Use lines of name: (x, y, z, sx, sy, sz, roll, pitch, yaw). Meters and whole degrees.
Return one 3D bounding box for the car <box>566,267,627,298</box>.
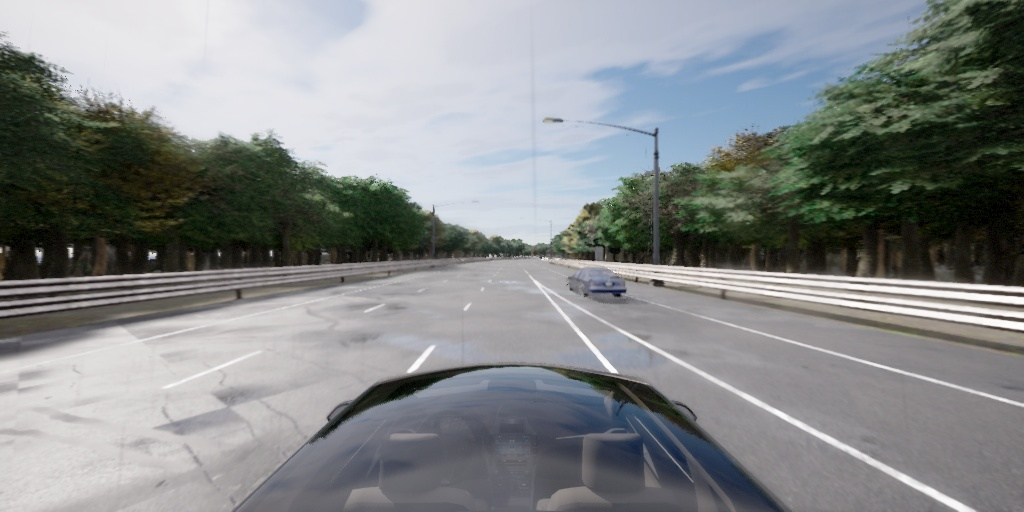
car: (4.146, 1.287, 18.352, 2.033, 1.411, 5.357, 0, 0, -3)
